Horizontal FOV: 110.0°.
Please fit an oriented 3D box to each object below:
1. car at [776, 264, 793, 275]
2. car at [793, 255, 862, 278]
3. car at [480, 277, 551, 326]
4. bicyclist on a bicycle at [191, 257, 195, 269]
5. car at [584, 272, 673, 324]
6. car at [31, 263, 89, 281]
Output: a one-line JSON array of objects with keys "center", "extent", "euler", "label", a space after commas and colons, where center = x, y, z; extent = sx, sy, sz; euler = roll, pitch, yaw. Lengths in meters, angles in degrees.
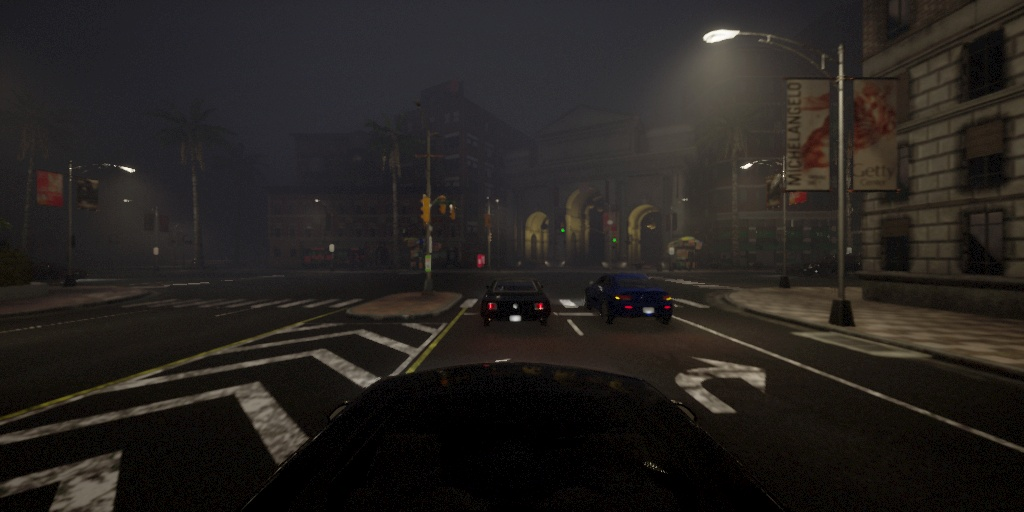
[{"center": [29.491, 1.218, 35.716], "extent": [5.357, 1.411, 2.033], "euler": [0, 0, 1], "label": "car"}, {"center": [29.104, 0.900, 32.206], "extent": [5.566, 2.045, 2.150], "euler": [0, 0, 1], "label": "car"}, {"center": [0.077, 1.329, 11.519], "extent": [1.895, 1.301, 4.718], "euler": [0, 0, 0], "label": "car"}, {"center": [-38.393, 0.958, 43.584], "extent": [0.582, 1.620, 1.656], "euler": [0, 0, 0], "label": "bicyclist on a bicycle"}, {"center": [3.615, 1.253, 11.735], "extent": [1.812, 1.442, 4.674], "euler": [0, 0, 0], "label": "car"}, {"center": [-37.264, 1.254, 29.100], "extent": [4.181, 1.385, 1.994], "euler": [0, 0, 1], "label": "car"}]
